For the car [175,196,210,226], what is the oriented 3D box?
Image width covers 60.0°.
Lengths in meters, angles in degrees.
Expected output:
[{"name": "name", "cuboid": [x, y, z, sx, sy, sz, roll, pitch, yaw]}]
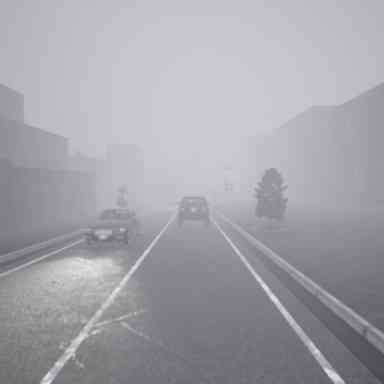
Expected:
[{"name": "car", "cuboid": [0.119, 1.304, 24.338, 2.150, 2.045, 5.566, 0, 0, 0]}]

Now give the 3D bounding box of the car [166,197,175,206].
[{"name": "car", "cuboid": [-3.447, 1.715, 58.226, 2.128, 1.511, 4.902, 0, 0, 1]}]

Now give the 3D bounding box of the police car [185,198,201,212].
[{"name": "police car", "cuboid": [0.088, 1.567, 42.292, 1.930, 1.638, 5.238, 0, 0, 0]}]

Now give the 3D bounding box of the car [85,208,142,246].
[{"name": "car", "cuboid": [-3.579, 1.553, 15.831, 2.128, 1.511, 4.902, 0, 0, 0]}]
